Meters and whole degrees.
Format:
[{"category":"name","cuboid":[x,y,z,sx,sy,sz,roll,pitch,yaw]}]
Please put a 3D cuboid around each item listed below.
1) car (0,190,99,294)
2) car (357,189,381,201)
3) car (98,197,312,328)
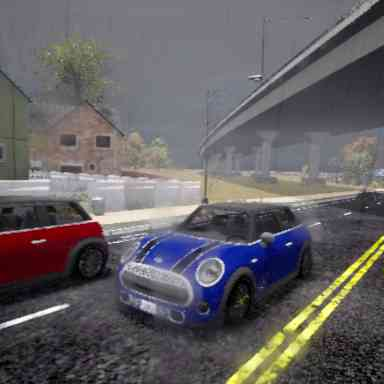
[{"category":"car","cuboid":[-3.767,0.865,5.927,2.097,1.767,4.553,5,4,37]},{"category":"car","cuboid":[20.873,0.327,39.222,1.895,1.301,4.718,4,4,37]},{"category":"car","cuboid":[0.740,1.010,6.546,2.097,1.767,4.553,5,4,37]}]
